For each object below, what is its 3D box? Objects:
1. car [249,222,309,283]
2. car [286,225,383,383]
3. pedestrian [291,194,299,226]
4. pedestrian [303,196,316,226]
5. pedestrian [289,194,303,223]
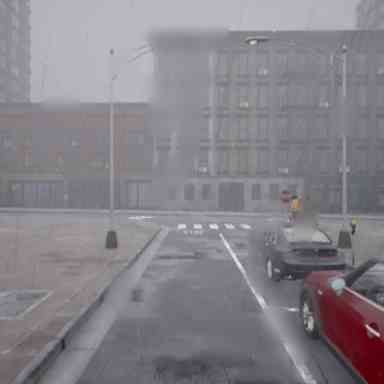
[{"bbox_3d":[2.693,1.513,9.274,2.008,1.369,4.403,0,0,0],"label":"car"},{"bbox_3d":[2.664,1.424,3.770,1.967,1.590,4.097,0,0,0],"label":"car"},{"bbox_3d":[6.117,1.057,19.777,0.375,1.860,0.375,0,0,0],"label":"pedestrian"},{"bbox_3d":[6.759,1.074,19.173,0.375,1.860,0.375,0,0,0],"label":"pedestrian"},{"bbox_3d":[5.788,1.064,18.579,0.375,1.860,0.375,0,0,0],"label":"pedestrian"}]
